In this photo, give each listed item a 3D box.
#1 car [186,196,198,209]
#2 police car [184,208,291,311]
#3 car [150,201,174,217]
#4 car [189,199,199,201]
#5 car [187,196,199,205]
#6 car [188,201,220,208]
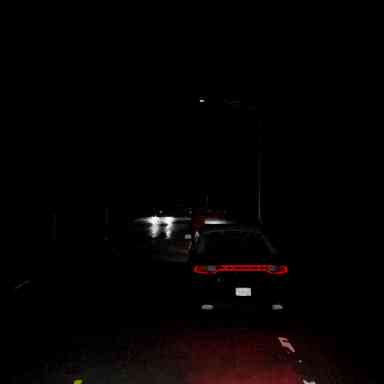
[{"bbox_3d":[0.126,1.444,45.640,1.882,1.535,5.008,0,0,1],"label":"car"},{"bbox_3d":[0.843,1.420,8.007,1.930,1.638,5.238,0,0,0],"label":"police car"},{"bbox_3d":[-2.676,1.544,30.795,1.994,1.385,4.181,0,0,0],"label":"car"},{"bbox_3d":[0.881,1.490,23.901,1.837,1.490,4.892,0,0,0],"label":"car"},{"bbox_3d":[0.141,1.451,58.938,2.033,1.411,5.357,0,1,0],"label":"car"},{"bbox_3d":[0.867,1.467,17.900,1.882,1.535,5.008,0,0,0],"label":"car"}]
